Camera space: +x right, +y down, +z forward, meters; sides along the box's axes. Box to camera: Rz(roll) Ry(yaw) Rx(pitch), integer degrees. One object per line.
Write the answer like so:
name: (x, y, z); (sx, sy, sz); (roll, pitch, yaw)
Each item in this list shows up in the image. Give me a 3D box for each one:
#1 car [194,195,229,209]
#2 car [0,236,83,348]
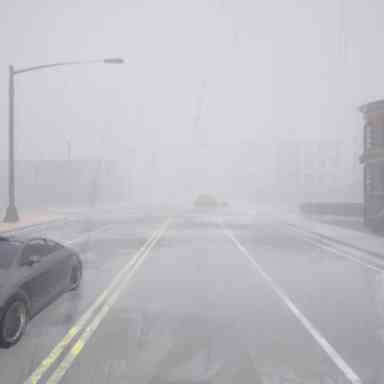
car: (2.438, 1.158, 41.696); (4.553, 1.767, 2.097); (0, 0, 43)
car: (-3.533, 1.533, 6.068); (1.994, 1.385, 4.181); (0, 0, 0)
